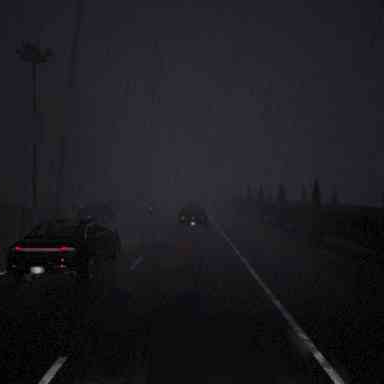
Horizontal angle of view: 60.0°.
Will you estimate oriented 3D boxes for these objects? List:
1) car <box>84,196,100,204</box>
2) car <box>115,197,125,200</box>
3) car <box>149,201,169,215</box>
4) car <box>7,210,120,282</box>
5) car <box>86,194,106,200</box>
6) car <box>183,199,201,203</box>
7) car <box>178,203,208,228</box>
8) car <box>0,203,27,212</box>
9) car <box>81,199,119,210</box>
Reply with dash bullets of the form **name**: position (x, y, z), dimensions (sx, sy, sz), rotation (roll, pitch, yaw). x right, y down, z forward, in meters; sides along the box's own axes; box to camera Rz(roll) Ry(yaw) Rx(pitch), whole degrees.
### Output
- **car**: position (-21.163, 1.727, 70.586), dimensions (2.128, 1.511, 4.902), rotation (0, 0, 0)
- **car**: position (-14.159, 1.686, 64.958), dimensions (1.837, 1.490, 4.892), rotation (0, 0, 0)
- **car**: position (-3.480, 1.647, 35.766), dimensions (2.033, 1.411, 5.357), rotation (0, 0, 0)
- **car**: position (-3.428, 1.520, 9.800), dimensions (2.128, 1.511, 4.902), rotation (0, 0, 0)
- **car**: position (-17.657, 1.398, 61.893), dimensions (2.150, 2.045, 5.566), rotation (0, 0, 0)
- **car**: position (0.006, 1.617, 41.470), dimensions (1.837, 1.490, 4.892), rotation (0, 0, 0)
- **car**: position (0.051, 1.663, 22.838), dimensions (1.895, 1.301, 4.718), rotation (0, 0, 0)
- **car**: position (-14.153, 1.567, 24.838), dimensions (2.128, 1.511, 4.902), rotation (0, 0, 0)
- **car**: position (-6.955, 1.549, 24.729), dimensions (1.882, 1.535, 5.008), rotation (0, 0, 0)
